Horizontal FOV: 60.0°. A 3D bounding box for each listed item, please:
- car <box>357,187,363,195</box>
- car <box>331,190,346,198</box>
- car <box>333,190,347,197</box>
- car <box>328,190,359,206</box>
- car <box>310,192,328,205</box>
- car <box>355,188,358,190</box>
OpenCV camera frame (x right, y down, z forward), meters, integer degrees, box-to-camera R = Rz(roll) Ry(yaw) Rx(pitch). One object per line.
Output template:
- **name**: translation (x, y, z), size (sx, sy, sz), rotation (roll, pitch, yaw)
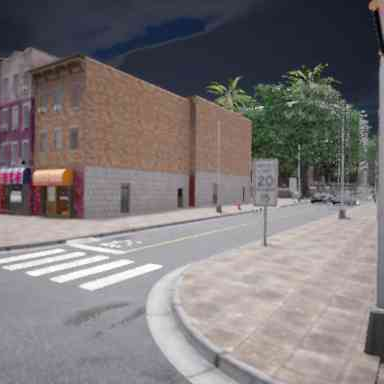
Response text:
- **car**: translation (41.385, 0.021, 83.979), size (1.802, 1.307, 4.206), rotation (2, 2, 33)
- **car**: translation (28.432, 0.326, 64.390), size (2.008, 1.369, 4.403), rotation (2, 2, 33)
- **car**: translation (29.499, 0.271, 66.050), size (1.752, 1.417, 4.829), rotation (2, 2, 33)
- **car**: translation (17.336, 0.822, 37.911), size (1.994, 1.385, 4.181), rotation (1, 1, 34)
- **car**: translation (16.150, 0.750, 41.135), size (2.033, 1.411, 5.357), rotation (1, 1, 34)
- **car**: translation (35.384, 0.156, 74.880), size (1.947, 1.339, 4.313), rotation (2, 2, 33)
